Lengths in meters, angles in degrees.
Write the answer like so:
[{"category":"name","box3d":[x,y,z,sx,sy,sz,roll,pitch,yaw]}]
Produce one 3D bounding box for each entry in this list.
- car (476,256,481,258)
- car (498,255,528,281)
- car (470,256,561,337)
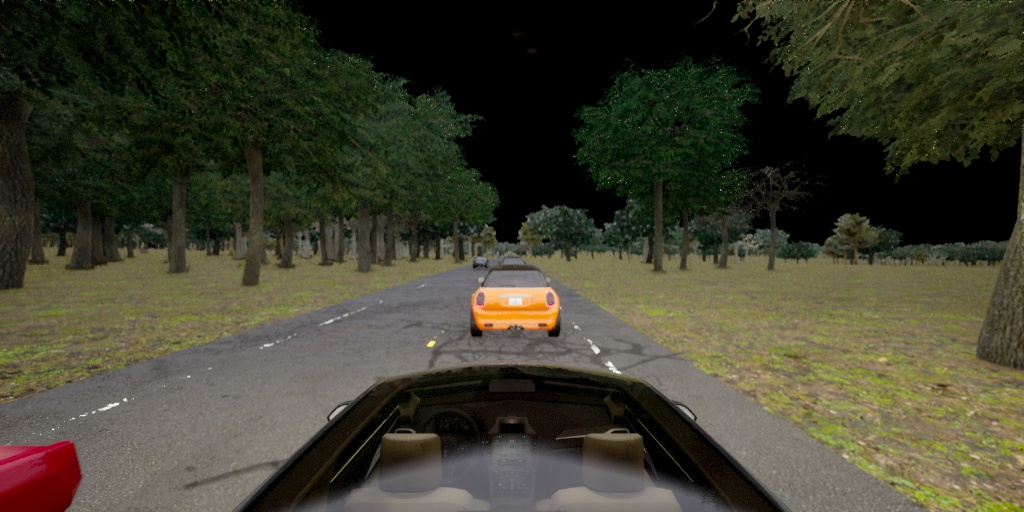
[{"category":"car","box3d":[-3.738,0.805,43.647,1.837,1.490,4.892,0,0,0]},{"category":"car","box3d":[0.016,0.818,26.838,2.097,1.767,4.553,0,1,-1]},{"category":"car","box3d":[0.072,1.007,10.102,2.097,1.767,4.553,0,1,0]}]
